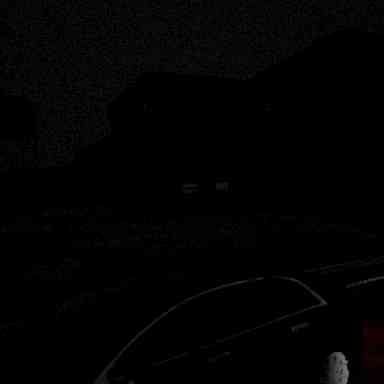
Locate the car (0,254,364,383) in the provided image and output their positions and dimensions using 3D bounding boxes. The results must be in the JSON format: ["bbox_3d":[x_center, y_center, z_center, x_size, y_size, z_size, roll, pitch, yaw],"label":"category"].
[{"bbox_3d":[-0.219,1.499,3.347,4.892,1.490,1.837,0,0,-34],"label":"car"}]
